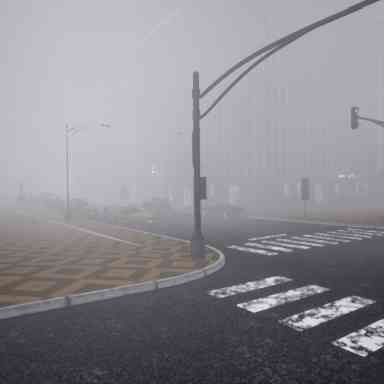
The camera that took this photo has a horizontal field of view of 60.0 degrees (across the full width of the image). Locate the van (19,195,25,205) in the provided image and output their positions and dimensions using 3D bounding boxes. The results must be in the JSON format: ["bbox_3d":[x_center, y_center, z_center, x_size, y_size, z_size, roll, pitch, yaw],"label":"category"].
[{"bbox_3d":[-26.675,1.303,54.648,1.690,1.788,3.998,-1,1,-36],"label":"van"}]

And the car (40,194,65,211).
[{"bbox_3d":[-16.960,1.429,41.101,1.967,1.590,4.097,-1,1,-36],"label":"car"}]

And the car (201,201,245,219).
[{"bbox_3d":[2.503,1.455,27.705,2.008,1.369,4.403,-1,1,-36],"label":"car"}]

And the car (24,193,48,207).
[{"bbox_3d":[-23.436,1.411,50.133,1.967,1.590,4.097,-1,1,-36],"label":"car"}]

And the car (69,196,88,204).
[{"bbox_3d":[-20.270,1.388,59.241,1.887,1.381,4.507,-1,1,-36],"label":"car"}]

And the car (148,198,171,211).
[{"bbox_3d":[-4.033,1.328,36.696,1.967,1.590,4.097,-1,1,-36],"label":"car"}]

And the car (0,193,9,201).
[{"bbox_3d":[-46.102,1.449,81.745,1.887,1.381,4.507,-1,1,-36],"label":"car"}]

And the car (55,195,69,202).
[{"bbox_3d":[-26.746,1.407,68.274,1.802,1.307,4.206,-1,1,-36],"label":"car"}]

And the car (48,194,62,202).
[{"bbox_3d":[-29.985,1.256,72.788,1.967,1.590,4.097,-1,1,-36],"label":"car"}]

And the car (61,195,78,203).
[{"bbox_3d":[-23.508,1.385,63.757,2.008,1.369,4.403,-1,1,-36],"label":"car"}]

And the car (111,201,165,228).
[{"bbox_3d":[-4.012,1.552,22.824,1.752,1.417,4.829,-1,1,-36],"label":"car"}]

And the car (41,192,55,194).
[{"bbox_3d":[-23.717,1.024,54.917,2.150,2.045,5.566,-1,1,-36],"label":"car"}]

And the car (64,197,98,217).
[{"bbox_3d":[-10.432,1.533,31.898,1.752,1.417,4.829,-1,1,-36],"label":"car"}]

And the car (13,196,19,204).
[{"bbox_3d":[-33.150,1.494,63.682,2.008,1.369,4.403,-1,1,-36],"label":"car"}]

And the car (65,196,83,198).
[{"bbox_3d":[-13.844,1.476,41.157,1.812,1.442,4.674,-1,1,-36],"label":"car"}]
